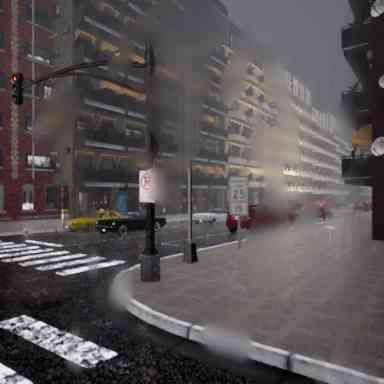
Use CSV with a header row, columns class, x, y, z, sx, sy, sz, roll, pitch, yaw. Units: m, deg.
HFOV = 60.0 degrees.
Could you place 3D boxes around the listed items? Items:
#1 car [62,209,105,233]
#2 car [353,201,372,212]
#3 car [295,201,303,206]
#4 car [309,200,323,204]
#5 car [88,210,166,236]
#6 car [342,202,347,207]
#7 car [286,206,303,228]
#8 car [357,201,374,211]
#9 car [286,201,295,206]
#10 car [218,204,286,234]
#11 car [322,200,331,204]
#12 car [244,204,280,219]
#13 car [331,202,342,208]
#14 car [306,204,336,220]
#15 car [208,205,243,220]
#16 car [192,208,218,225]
class,x,y,z,sx,sy,sz,roll,pitch,yaw
car,-6.143,1.827,21.937,1.752,1.417,4.829,-1,-2,35
car,30.057,2.518,59.101,2.192,1.841,5.009,-1,-2,35
car,16.689,2.334,54.560,2.192,1.841,5.009,-1,-2,35
car,23.187,2.764,63.834,1.887,1.381,4.507,-1,-2,35
car,-3.765,1.905,20.794,1.895,1.301,4.718,0,-1,35
car,39.428,3.275,87.034,1.947,1.339,4.313,-1,-2,35
car,7.324,2.040,26.619,1.887,1.381,4.507,-1,-2,35
car,33.306,2.618,63.742,2.192,1.841,5.009,-1,-2,35
car,13.344,2.439,49.775,1.752,1.417,4.829,-1,-2,35
car,4.075,1.708,21.986,2.192,1.841,5.009,-1,-2,35
car,26.433,2.634,68.479,2.192,1.841,5.009,-1,-2,35
car,7.954,2.165,37.513,2.128,1.511,4.902,0,-1,35
car,32.931,3.060,77.753,1.887,1.381,4.507,-1,-2,35
car,13.820,2.281,35.897,1.802,1.307,4.206,-1,-2,35
car,3.699,2.158,35.995,1.887,1.381,4.507,-1,-2,35
car,1.981,2.088,29.001,1.895,1.301,4.718,0,-1,35
